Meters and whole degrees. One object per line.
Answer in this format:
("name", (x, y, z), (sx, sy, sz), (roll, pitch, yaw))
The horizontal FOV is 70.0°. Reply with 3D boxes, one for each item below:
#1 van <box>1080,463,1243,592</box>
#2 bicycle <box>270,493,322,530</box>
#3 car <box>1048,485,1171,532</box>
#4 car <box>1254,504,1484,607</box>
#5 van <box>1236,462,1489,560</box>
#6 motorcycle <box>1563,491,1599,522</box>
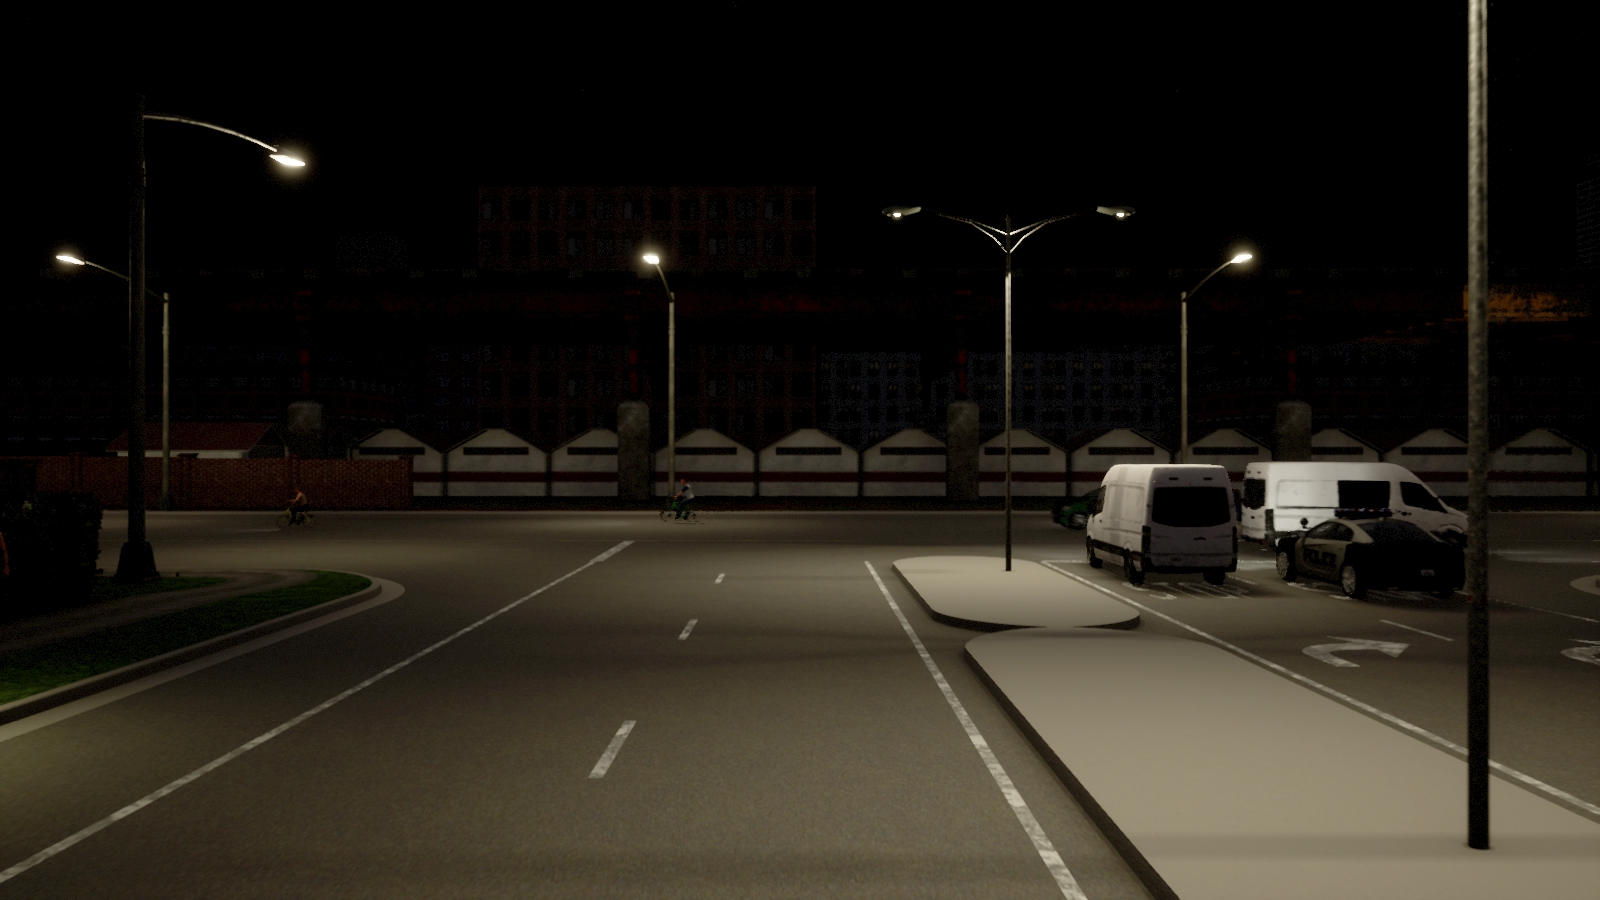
("van", (8.065, 1.601, 26.162), (1.988, 2.561, 5.915), (0, 0, 2))
("bicycle", (-18.403, 2.254, 41.735), (1.487, 1.301, 0.859), (0, 0, 0))
("car", (11.240, 2.104, 41.647), (3.988, 1.617, 1.851), (0, 0, 0))
("car", (11.373, 2.042, 23.369), (2.097, 1.638, 5.238), (0, 0, 0))
("van", (15.224, 1.612, 31.142), (5.915, 2.561, 1.988), (0, 0, 0))
("motorcycle", (32.439, 2.295, 46.809), (1.805, 1.236, 0.856), (0, 0, -1))
